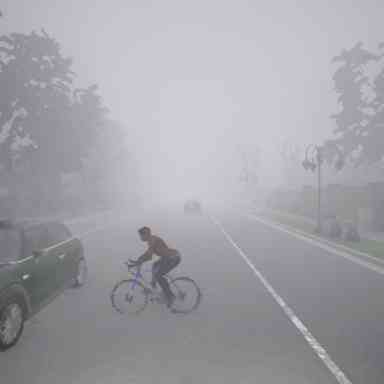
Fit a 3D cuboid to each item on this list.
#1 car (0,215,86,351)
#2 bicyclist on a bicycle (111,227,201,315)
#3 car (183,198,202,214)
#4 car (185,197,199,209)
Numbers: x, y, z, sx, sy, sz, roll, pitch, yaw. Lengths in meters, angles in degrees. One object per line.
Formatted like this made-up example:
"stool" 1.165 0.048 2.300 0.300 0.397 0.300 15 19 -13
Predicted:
"car" -3.603 1.351 6.158 2.097 1.767 4.553 0 0 0
"bicyclist on a bicycle" -0.679 1.455 6.085 1.656 1.620 0.582 -2 0 0
"car" 0.045 1.489 36.120 2.128 1.511 4.902 0 0 0
"car" -0.020 1.503 46.423 1.812 1.442 4.674 0 0 0
